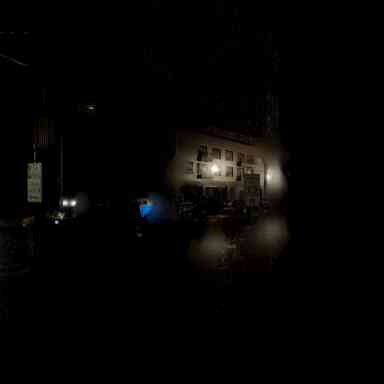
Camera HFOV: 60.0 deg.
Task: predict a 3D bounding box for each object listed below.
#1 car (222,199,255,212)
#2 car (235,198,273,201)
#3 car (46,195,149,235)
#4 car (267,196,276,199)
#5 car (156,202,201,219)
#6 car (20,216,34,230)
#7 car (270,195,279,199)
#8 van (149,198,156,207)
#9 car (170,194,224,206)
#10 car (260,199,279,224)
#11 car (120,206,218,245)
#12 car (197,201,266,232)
[{"bbox_3d":[5.506,1.549,38.913,1.947,1.339,4.313,0,0,36],"label":"car"},{"bbox_3d":[6.751,1.590,36.234,1.895,1.301,4.718,0,0,36],"label":"car"},{"bbox_3d":[-5.404,1.216,19.501,2.150,2.045,5.566,0,0,36],"label":"car"},{"bbox_3d":[8.835,1.544,43.502,1.947,1.339,4.313,0,0,36],"label":"car"},{"bbox_3d":[-1.152,1.572,29.736,1.802,1.307,4.206,0,0,36],"label":"car"},{"bbox_3d":[-7.910,1.514,20.419,1.752,1.417,4.829,0,0,36],"label":"car"},{"bbox_3d":[12.165,1.288,48.091,2.192,1.841,5.009,0,0,36],"label":"car"},{"bbox_3d":[-4.481,1.331,25.146,1.690,1.788,3.998,0,0,36],"label":"van"},{"bbox_3d":[0.683,1.216,27.885,2.150,2.045,5.566,0,0,36],"label":"car"},{"bbox_3d":[5.857,1.531,24.879,1.752,1.417,4.829,0,0,36],"label":"car"},{"bbox_3d":[-0.899,1.556,15.565,2.008,1.369,4.403,0,0,36],"label":"car"},{"bbox_3d":[2.529,1.531,20.290,1.752,1.417,4.829,0,0,36],"label":"car"}]
